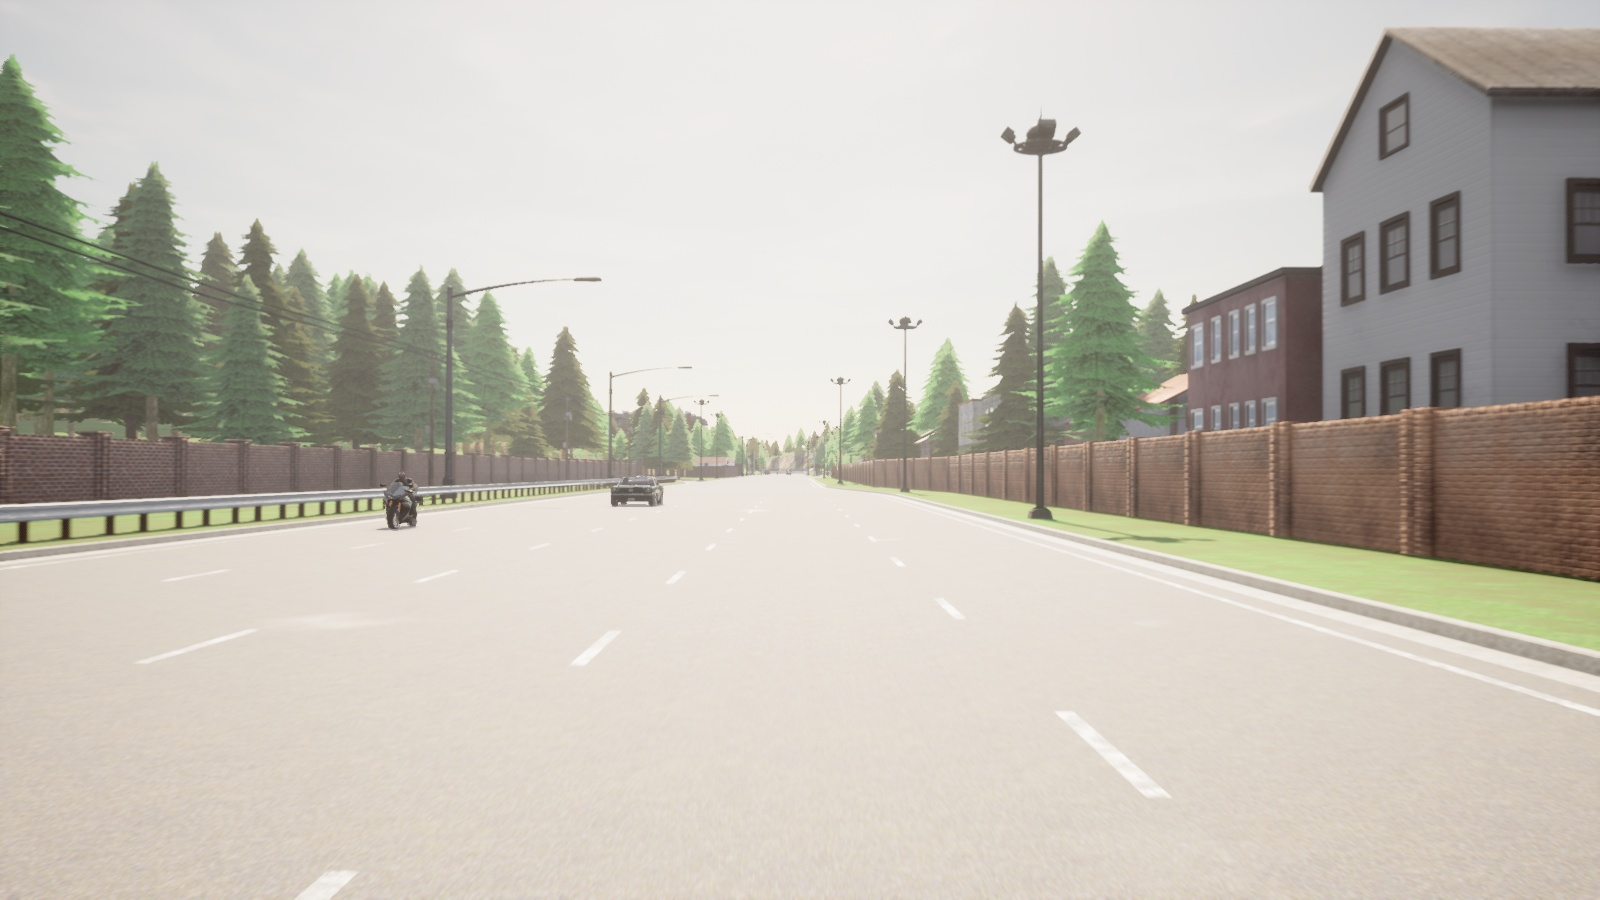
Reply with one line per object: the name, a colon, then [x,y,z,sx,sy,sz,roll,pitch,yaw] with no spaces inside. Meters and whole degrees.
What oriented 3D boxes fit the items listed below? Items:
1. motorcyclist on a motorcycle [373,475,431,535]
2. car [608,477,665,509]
motorcyclist on a motorcycle: [-10.582,1.451,33.490,0.866,1.530,2.191,0,-1,0]
car: [-7.134,1.866,55.298,1.895,1.301,4.718,0,-1,0]
